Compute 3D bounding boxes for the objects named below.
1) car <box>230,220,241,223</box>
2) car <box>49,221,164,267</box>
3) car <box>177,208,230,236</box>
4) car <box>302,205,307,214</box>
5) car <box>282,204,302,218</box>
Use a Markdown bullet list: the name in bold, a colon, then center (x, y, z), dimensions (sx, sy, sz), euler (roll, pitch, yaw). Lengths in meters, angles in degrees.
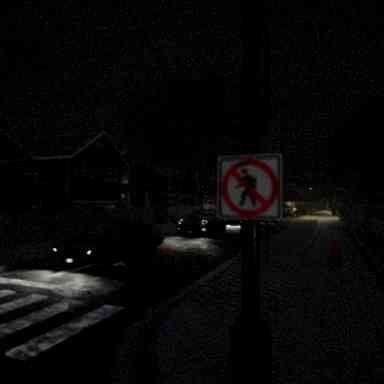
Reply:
- **car**: center (4.424, 2.314, 31.408), dimensions (1.994, 1.385, 4.181), euler (0, -1, 23)
- **car**: center (-2.953, 1.857, 13.066), dimensions (2.033, 1.411, 5.357), euler (0, -1, 21)
- **car**: center (0.723, 1.883, 22.242), dimensions (2.097, 1.767, 4.553), euler (0, -1, 22)
- **car**: center (17.233, 2.756, 53.401), dimensions (1.882, 1.535, 5.008), euler (0, -1, 27)
- **car**: center (12.784, 2.605, 43.917), dimensions (2.033, 1.411, 5.357), euler (0, -1, 24)
